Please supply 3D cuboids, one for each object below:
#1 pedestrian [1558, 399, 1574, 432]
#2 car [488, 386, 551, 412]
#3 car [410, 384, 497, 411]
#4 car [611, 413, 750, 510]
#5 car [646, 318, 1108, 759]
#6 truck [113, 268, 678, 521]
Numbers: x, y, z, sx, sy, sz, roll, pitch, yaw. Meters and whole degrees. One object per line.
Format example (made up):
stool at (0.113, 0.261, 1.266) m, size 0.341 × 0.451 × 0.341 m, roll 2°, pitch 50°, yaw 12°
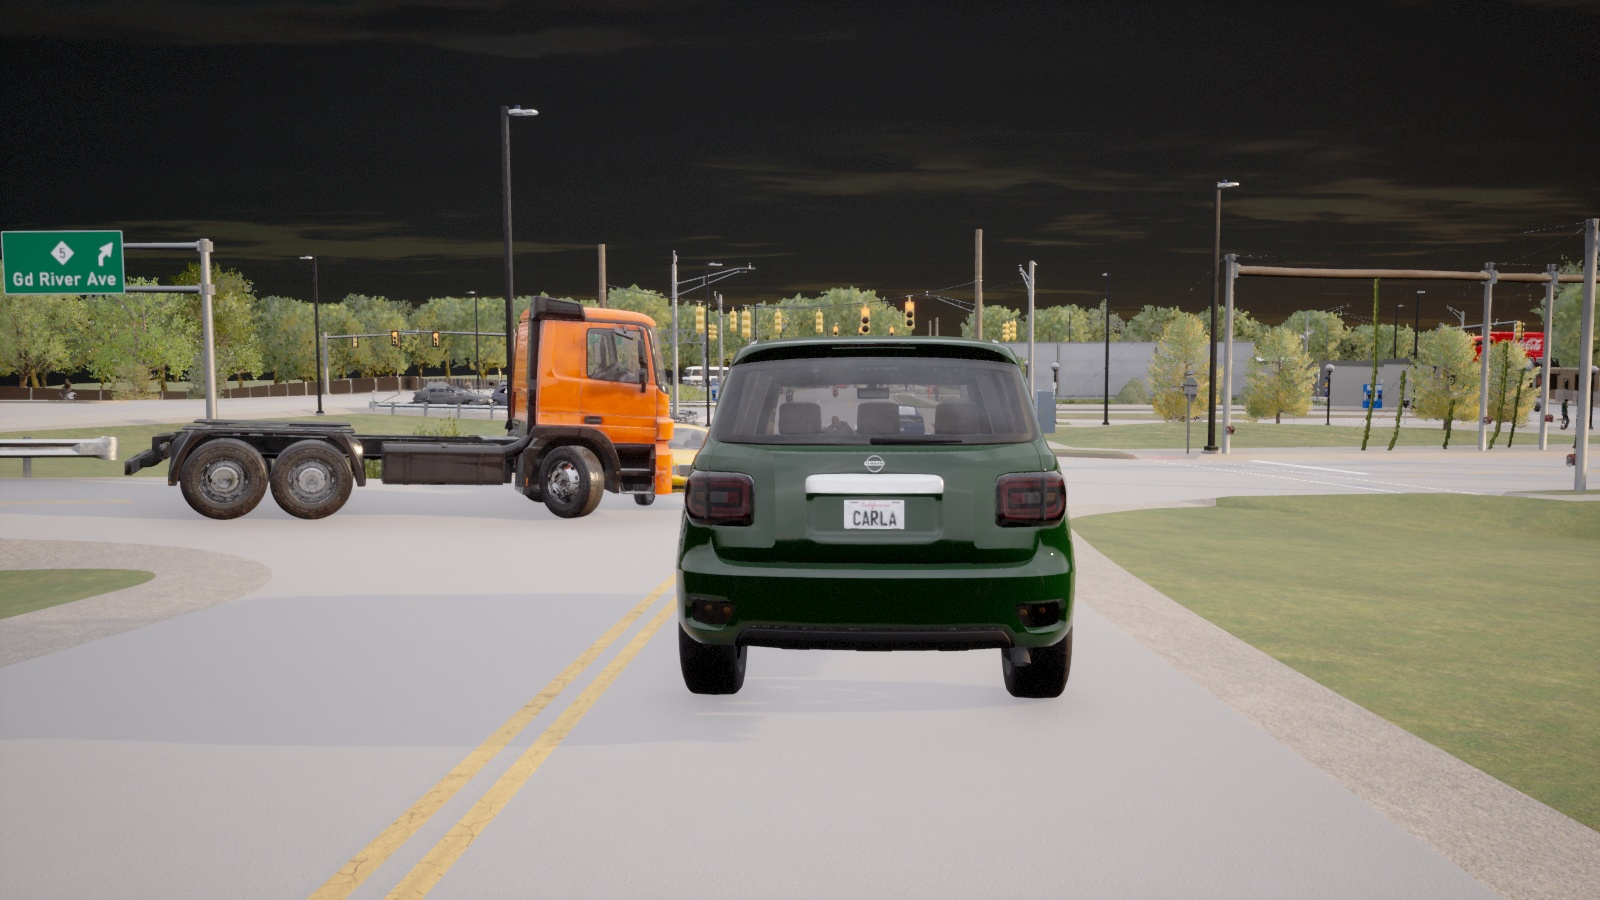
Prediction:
pedestrian at (43.559, -1.975, 71.397) m, size 0.614 × 1.847 × 0.353 m, roll 0°, pitch 5°, yaw 3°
car at (-18.466, -3.370, 82.707) m, size 3.633 × 1.501 × 1.845 m, roll 2°, pitch 4°, yaw 3°
car at (-21.853, -3.324, 79.335) m, size 4.902 × 1.511 × 2.128 m, roll 2°, pitch 3°, yaw 2°
car at (-2.423, 0.133, 24.019) m, size 1.801 × 1.575 × 5.366 m, roll 2°, pitch 1°, yaw -14°
car at (0.505, 0.363, 8.656) m, size 2.150 × 2.045 × 5.566 m, roll 0°, pitch 1°, yaw 3°
truck at (-6.235, -0.774, 20.017) m, size 7.936 × 3.462 × 2.891 m, roll 1°, pitch 3°, yaw -21°
